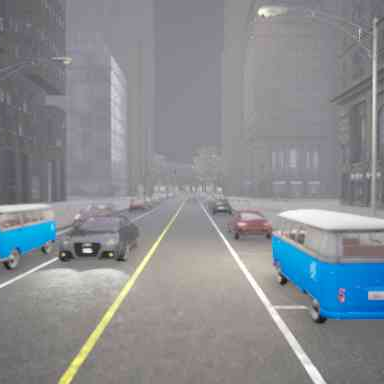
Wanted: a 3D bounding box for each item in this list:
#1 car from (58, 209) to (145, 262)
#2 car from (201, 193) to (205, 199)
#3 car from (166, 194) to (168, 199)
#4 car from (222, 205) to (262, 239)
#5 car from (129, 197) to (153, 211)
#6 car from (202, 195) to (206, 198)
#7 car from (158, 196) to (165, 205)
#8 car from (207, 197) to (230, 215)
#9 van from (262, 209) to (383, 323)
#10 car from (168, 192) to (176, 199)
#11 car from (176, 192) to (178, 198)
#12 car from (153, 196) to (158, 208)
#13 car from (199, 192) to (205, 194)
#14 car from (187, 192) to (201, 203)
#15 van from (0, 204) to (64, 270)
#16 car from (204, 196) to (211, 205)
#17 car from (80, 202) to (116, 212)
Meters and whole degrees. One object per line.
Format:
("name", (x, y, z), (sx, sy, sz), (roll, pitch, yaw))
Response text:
("car", (-3.066, 1.525, 11.753), (1.994, 1.385, 4.181), (0, 0, 0))
("car", (2.759, 1.321, 53.120), (1.752, 1.417, 4.829), (-1, 0, 0))
("car", (-5.766, 1.336, 58.156), (1.947, 1.339, 4.313), (-1, 0, 0))
("car", (2.755, 1.526, 16.532), (1.802, 1.307, 4.206), (-1, 0, 0))
("car", (-5.769, 1.416, 36.644), (1.887, 1.381, 4.507), (-1, 0, 0))
("car", (2.758, 1.396, 42.545), (2.008, 1.369, 4.403), (-1, 0, 0))
("car", (-5.766, 1.349, 52.777), (2.008, 1.369, 4.403), (-1, 0, 0))
("car", (2.757, 1.454, 32.139), (1.947, 1.339, 4.313), (-1, 0, 0))
("van", (2.788, 1.318, 6.868), (1.690, 1.788, 3.998), (-1, 0, 0))
("car", (-5.761, 1.196, 85.126), (1.802, 1.307, 4.206), (-1, 0, 0))
("car", (-5.764, 0.892, 90.805), (2.192, 1.841, 5.009), (-1, 0, 0))
("car", (-5.767, 1.430, 42.021), (1.802, 1.307, 4.206), (-1, 0, 0))
("car", (2.764, 1.138, 85.303), (1.752, 1.417, 4.829), (-1, 0, 0))
("car", (0.006, 1.253, 59.732), (2.128, 1.511, 4.902), (0, 0, 0))
("van", (-5.774, 1.306, 10.558), (1.690, 1.788, 3.998), (-1, 0, 0))
("car", (2.757, 1.433, 37.343), (1.947, 1.339, 4.313), (-1, 0, 0))
("car", (-5.772, 1.371, 20.509), (1.967, 1.590, 4.097), (-1, 0, 0))
